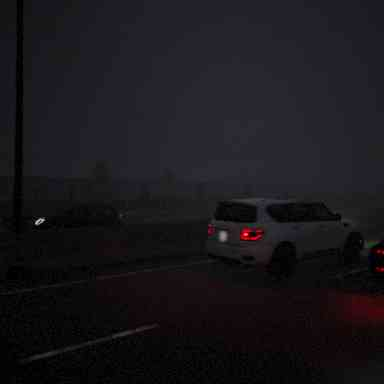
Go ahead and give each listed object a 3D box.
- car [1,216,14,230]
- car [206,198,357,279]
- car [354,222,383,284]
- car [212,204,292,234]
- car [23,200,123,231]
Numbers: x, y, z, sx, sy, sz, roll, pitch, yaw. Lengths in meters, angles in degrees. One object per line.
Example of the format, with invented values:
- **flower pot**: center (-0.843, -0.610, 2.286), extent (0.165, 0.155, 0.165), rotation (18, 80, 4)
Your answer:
- **car**: center (-8.428, 1.591, 19.473), extent (4.718, 1.301, 1.895), rotation (0, 0, -35)
- **car**: center (2.987, 1.194, 10.184), extent (5.566, 2.045, 2.150), rotation (0, 0, -36)
- **car**: center (6.259, 1.471, 8.220), extent (4.892, 1.490, 1.837), rotation (0, 0, -36)
- **car**: center (3.568, 1.479, 19.370), extent (4.674, 1.442, 1.812), rotation (0, 0, -35)
- **car**: center (-5.898, 1.339, 16.965), extent (4.553, 1.767, 2.097), rotation (0, 0, -35)
